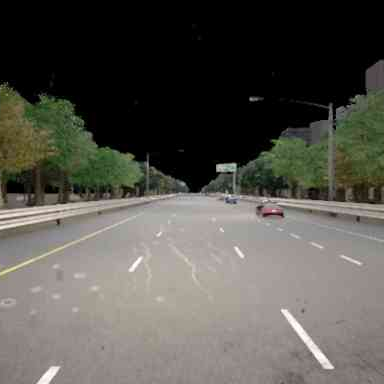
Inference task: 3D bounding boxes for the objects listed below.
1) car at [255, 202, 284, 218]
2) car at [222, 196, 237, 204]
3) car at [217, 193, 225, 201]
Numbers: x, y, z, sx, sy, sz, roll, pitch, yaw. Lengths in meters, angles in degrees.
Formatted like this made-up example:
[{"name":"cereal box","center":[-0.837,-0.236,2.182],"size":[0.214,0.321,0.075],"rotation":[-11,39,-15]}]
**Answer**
[{"name":"car","center":[7.048,1.575,30.567],"size":[1.994,1.385,4.181],"rotation":[0,0,0]},{"name":"car","center":[7.206,1.557,62.264],"size":[1.812,1.442,4.674],"rotation":[0,0,0]},{"name":"car","center":[7.372,1.636,83.411],"size":[1.895,1.301,4.718],"rotation":[0,0,1]}]
